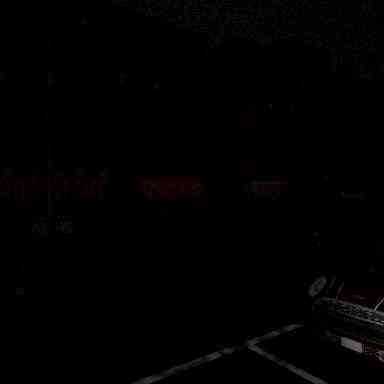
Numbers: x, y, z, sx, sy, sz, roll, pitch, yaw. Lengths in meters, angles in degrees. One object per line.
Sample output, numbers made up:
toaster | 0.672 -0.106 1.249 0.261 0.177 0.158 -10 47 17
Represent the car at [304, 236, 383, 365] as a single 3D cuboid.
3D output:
car | 3.666 1.434 5.439 4.097 1.590 1.967 0 -1 -35
